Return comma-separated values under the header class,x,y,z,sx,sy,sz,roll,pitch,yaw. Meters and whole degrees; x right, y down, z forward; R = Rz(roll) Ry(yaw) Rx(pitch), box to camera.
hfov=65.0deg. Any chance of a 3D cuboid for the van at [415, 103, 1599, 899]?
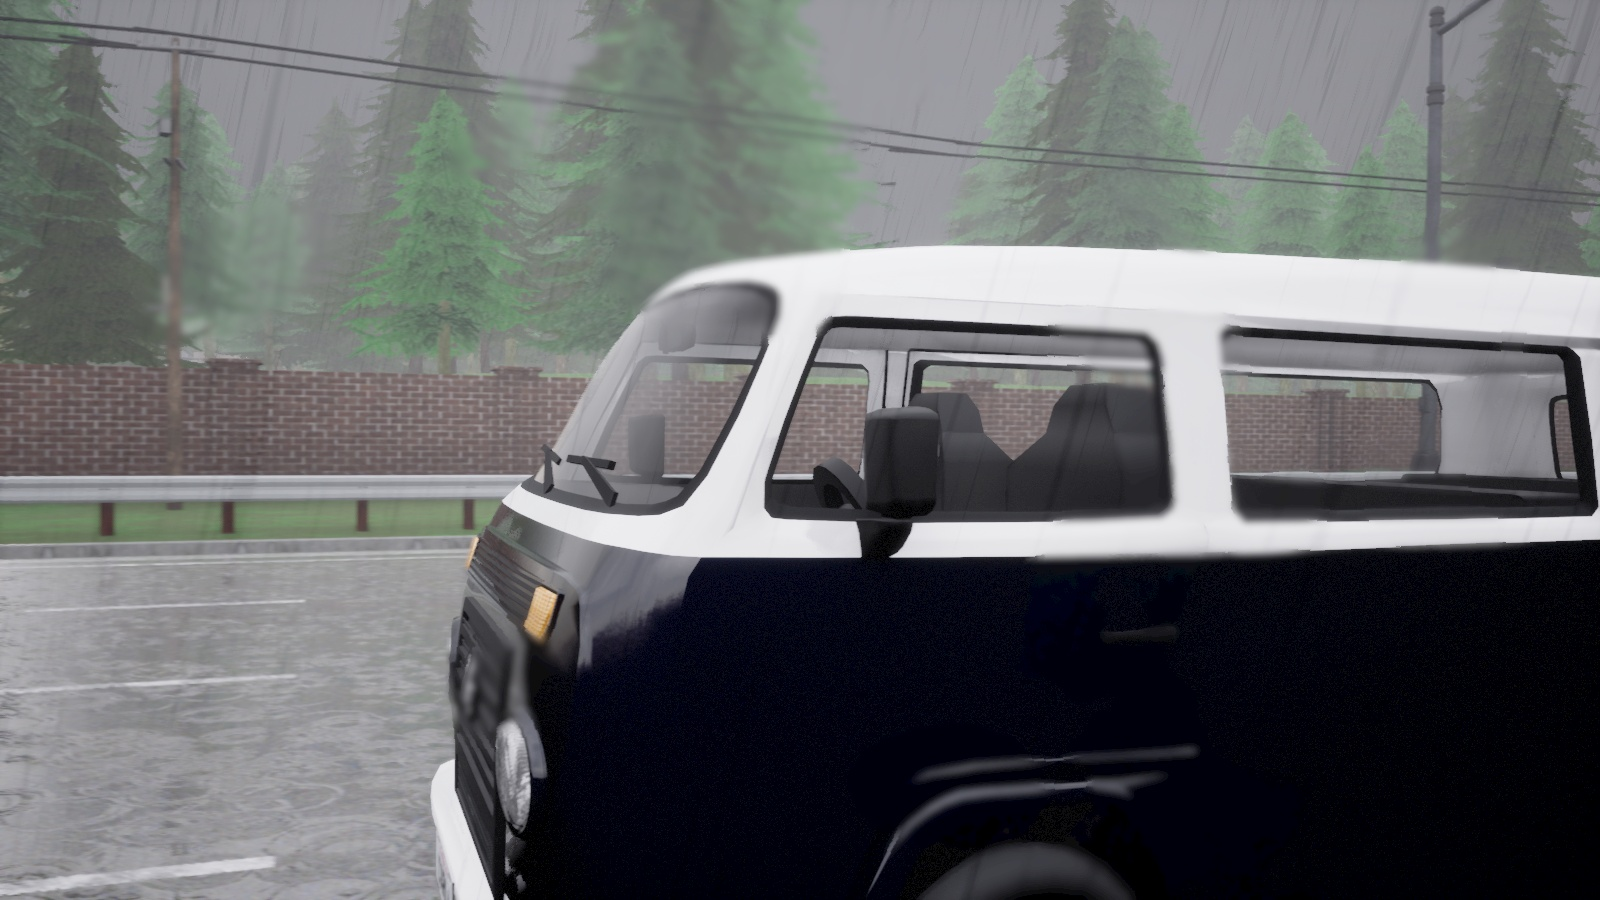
class,x,y,z,sx,sy,sz,roll,pitch,yaw
van,1.275,0.450,3.720,4.480,2.038,2.069,-1,1,-21
